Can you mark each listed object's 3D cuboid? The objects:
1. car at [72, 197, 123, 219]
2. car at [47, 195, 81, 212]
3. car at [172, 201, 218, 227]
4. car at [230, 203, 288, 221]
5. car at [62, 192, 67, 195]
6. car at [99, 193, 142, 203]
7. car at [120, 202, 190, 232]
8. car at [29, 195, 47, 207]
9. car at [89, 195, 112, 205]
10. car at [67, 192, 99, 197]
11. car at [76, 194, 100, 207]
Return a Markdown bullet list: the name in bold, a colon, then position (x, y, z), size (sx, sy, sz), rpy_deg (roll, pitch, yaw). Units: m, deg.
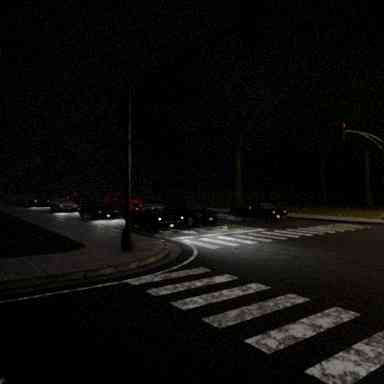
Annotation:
- **car**: position (-8.056, 1.451, 28.027), size (2.033, 1.411, 5.357), rpy_deg (0, 0, -36)
- **car**: position (-14.091, 1.397, 36.357), size (1.812, 1.442, 4.674), rpy_deg (0, 0, -36)
- **car**: position (-0.245, 1.405, 22.788), size (1.882, 1.535, 5.008), rpy_deg (0, 0, -35)
- **car**: position (5.162, 1.515, 26.515), size (1.895, 1.301, 4.718), rpy_deg (0, 0, -35)
- **car**: position (-21.442, 1.032, 57.716), size (2.150, 2.045, 5.566), rpy_deg (0, 0, -36)
- **car**: position (-6.479, 1.112, 31.384), size (2.150, 2.045, 5.566), rpy_deg (0, 0, -36)
- **car**: position (-2.397, 1.539, 20.214), size (1.895, 1.301, 4.718), rpy_deg (0, 0, -36)
- **car**: position (-21.283, 1.192, 46.374), size (2.097, 1.767, 4.553), rpy_deg (0, 0, -35)
- **car**: position (-15.139, 1.307, 54.741), size (2.128, 1.511, 4.902), rpy_deg (0, 0, -36)
- **car**: position (-12.980, 1.081, 40.368), size (2.150, 2.045, 5.566), rpy_deg (0, 0, -36)
- **car**: position (-15.631, 1.181, 49.794), size (2.097, 1.767, 4.553), rpy_deg (0, 0, -35)
